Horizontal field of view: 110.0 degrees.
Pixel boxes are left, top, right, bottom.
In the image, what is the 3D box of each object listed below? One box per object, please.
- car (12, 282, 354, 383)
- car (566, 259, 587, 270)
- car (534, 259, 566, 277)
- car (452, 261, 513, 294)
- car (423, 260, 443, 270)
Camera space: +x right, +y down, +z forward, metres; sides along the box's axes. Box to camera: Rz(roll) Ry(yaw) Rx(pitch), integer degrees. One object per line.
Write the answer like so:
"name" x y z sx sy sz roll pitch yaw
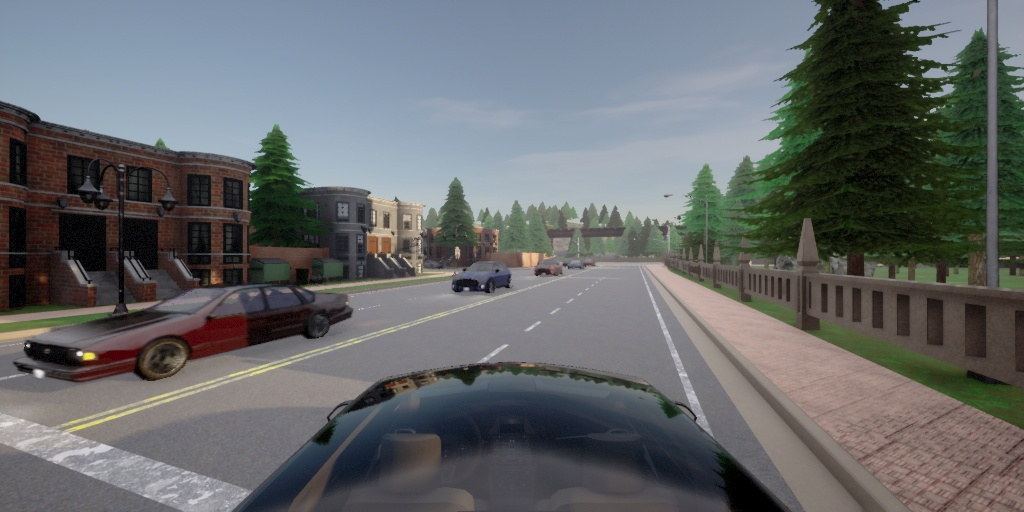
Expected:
"car" -5.919 1.297 7.653 2.033 1.411 5.357 0 0 19
"car" 9.251 1.276 51.814 1.812 1.442 4.674 0 0 19
"car" 3.698 1.102 35.668 2.097 1.767 4.553 0 0 19
"car" -1.568 1.102 20.255 2.097 1.767 4.553 0 0 19
"car" -12.164 1.275 52.162 4.181 1.385 1.994 0 0 21
